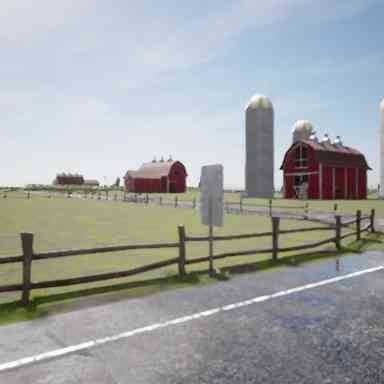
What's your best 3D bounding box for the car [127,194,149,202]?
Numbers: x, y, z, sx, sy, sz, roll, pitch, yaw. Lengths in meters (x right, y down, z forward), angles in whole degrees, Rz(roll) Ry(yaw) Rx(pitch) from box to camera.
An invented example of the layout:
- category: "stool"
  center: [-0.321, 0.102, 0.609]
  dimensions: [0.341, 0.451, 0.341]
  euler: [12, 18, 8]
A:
- category: "car"
  center: [-8.861, 0.967, 54.679]
  dimensions: [1.895, 1.301, 4.718]
  euler: [0, 1, -36]
